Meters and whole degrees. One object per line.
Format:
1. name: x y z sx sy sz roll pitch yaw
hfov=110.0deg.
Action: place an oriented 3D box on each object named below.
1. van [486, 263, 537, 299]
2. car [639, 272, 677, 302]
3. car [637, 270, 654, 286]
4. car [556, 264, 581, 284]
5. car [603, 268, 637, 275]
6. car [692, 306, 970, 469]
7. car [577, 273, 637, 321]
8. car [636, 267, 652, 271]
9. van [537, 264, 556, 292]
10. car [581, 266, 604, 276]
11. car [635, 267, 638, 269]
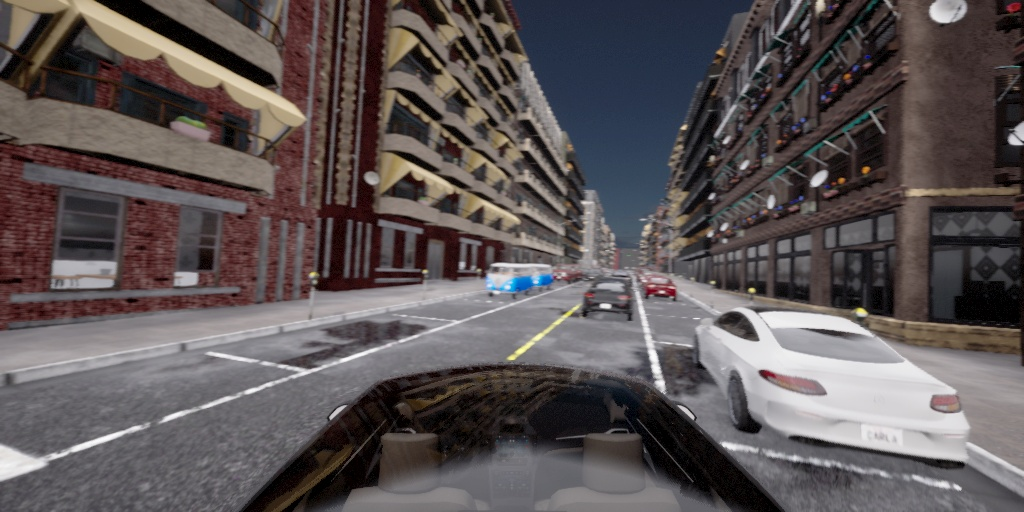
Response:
1. van: -0.121 1.302 19.495 1.690 1.789 3.998 0 0 18
2. car: 9.070 1.935 22.216 1.888 1.381 4.507 0 0 18
3. car: 10.800 2.078 27.466 1.888 1.381 4.507 0 0 18
4. car: 5.070 1.707 35.248 2.192 1.841 5.009 0 0 18
5. car: 9.178 1.993 30.341 2.128 1.511 4.902 2 -1 18
6. car: 4.035 1.490 5.400 1.812 1.442 4.674 2 -1 18
7. car: 3.907 1.594 14.348 1.812 1.442 4.674 2 -1 18
8. car: 12.537 2.118 32.716 1.967 1.591 4.097 0 0 18
9. van: 1.610 1.445 24.747 1.690 1.789 3.998 0 0 18
10. car: 9.064 2.123 39.239 1.837 1.490 4.892 2 -1 19
11. car: 15.958 2.284 43.231 2.192 1.841 5.009 0 0 18
